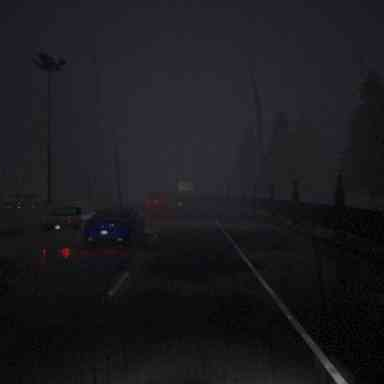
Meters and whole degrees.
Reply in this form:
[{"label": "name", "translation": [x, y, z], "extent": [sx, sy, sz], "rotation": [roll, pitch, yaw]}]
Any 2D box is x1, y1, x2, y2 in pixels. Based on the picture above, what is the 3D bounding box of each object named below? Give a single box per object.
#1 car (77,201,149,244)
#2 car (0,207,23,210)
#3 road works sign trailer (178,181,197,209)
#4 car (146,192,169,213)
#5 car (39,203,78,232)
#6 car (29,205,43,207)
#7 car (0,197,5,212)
[{"label": "car", "translation": [-3.401, 1.405, 15.347], "extent": [1.882, 1.535, 5.008], "rotation": [0, 0, 0]}, {"label": "car", "translation": [-17.839, 1.056, 34.673], "extent": [2.150, 2.045, 5.566], "rotation": [0, 1, -3]}, {"label": "road works sign trailer", "translation": [-0.697, 0.262, 42.812], "extent": [2.380, 3.560, 2.880], "rotation": [0, 0, -10]}, {"label": "car", "translation": [-3.667, 1.055, 35.151], "extent": [2.150, 2.045, 5.566], "rotation": [0, 0, -3]}, {"label": "car", "translation": [-6.901, 1.509, 19.293], "extent": [1.895, 1.301, 4.718], "rotation": [0, 0, 0]}, {"label": "car", "translation": [-14.275, 1.444, 33.220], "extent": [1.895, 1.301, 4.718], "rotation": [0, 0, -3]}, {"label": "car", "translation": [-21.338, 1.345, 33.985], "extent": [1.837, 1.490, 4.892], "rotation": [0, 0, -3]}]
